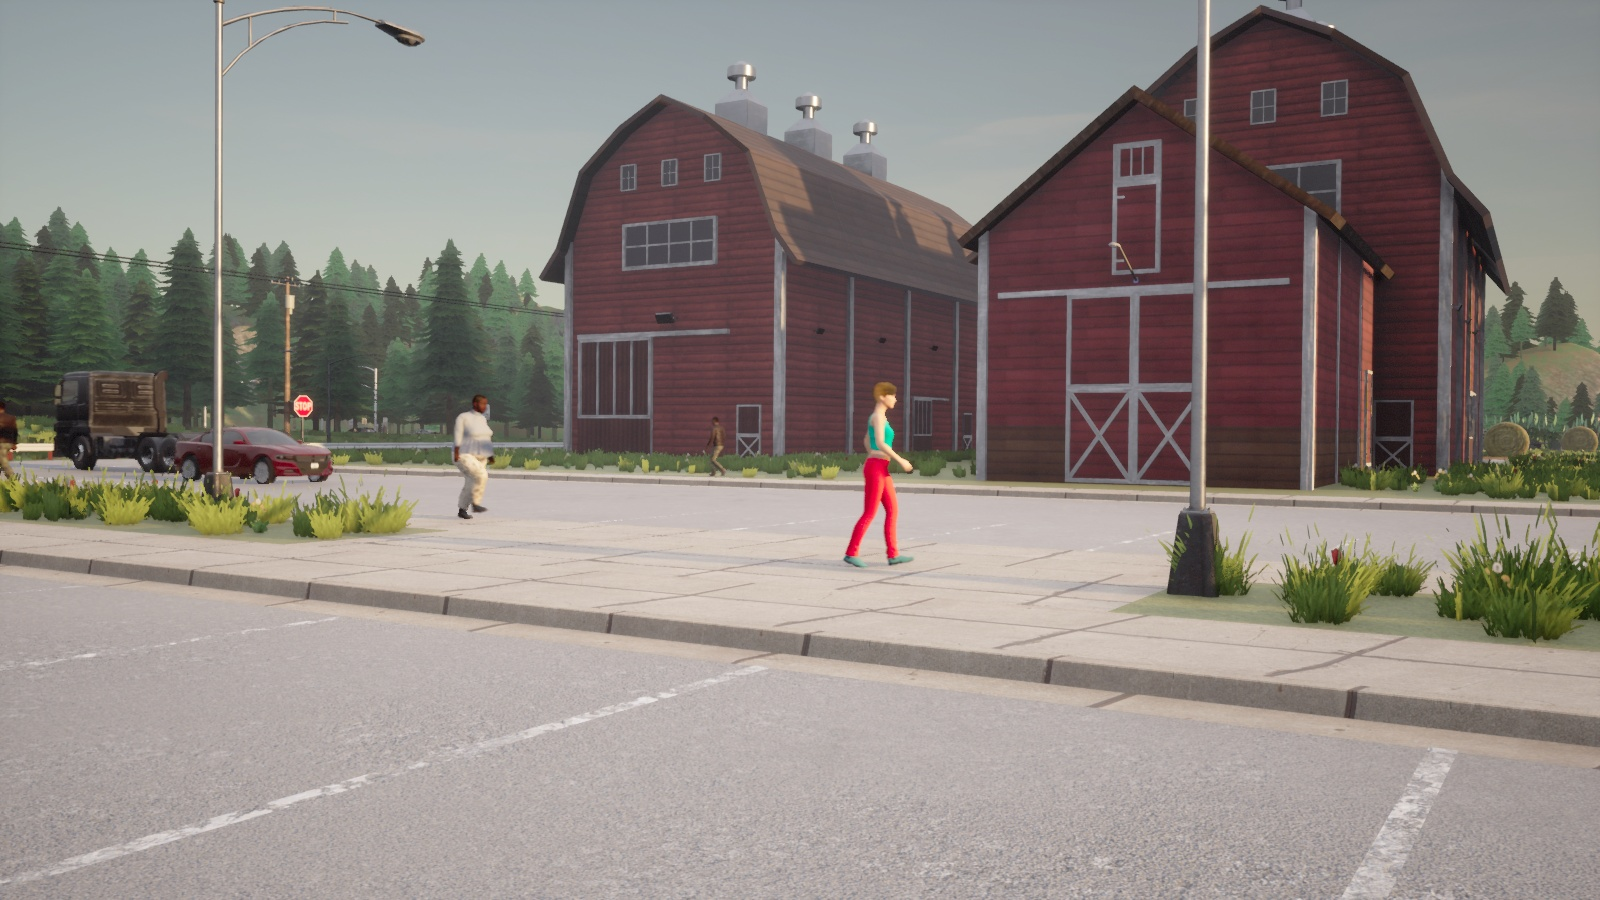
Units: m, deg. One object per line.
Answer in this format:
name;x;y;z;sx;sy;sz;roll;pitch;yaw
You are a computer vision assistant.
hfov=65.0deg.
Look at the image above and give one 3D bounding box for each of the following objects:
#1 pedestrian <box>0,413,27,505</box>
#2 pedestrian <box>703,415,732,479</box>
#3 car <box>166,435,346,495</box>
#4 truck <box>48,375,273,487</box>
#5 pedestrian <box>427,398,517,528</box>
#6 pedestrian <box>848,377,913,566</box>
pedestrian;-16.156;0.185;25.448;0.703;1.840;0.431;0;1;15
pedestrian;-2.412;-0.091;36.597;0.703;1.840;0.431;0;1;30
car;-14.862;0.376;34.222;5.008;1.535;1.882;0;1;30
truck;-21.563;-0.629;42.196;7.936;3.462;2.891;0;1;31
pedestrian;-4.801;0.179;18.428;0.900;1.855;0.874;0;1;26
pedestrian;0.800;0.209;12.420;0.594;1.836;0.345;0;1;11
